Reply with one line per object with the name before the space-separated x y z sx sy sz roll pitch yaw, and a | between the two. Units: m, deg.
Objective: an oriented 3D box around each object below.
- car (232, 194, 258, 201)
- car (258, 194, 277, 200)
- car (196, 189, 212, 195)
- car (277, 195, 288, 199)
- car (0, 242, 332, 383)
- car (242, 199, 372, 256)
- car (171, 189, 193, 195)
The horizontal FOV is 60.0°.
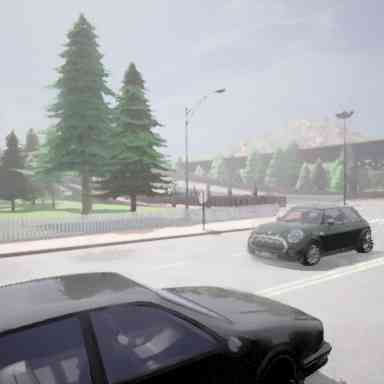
car | 5.604 1.119 43.885 2.033 1.411 5.357 -1 1 -37
car | 8.739 1.040 45.551 1.837 1.490 4.892 -1 1 -37
car | 1.704 0.194 60.680 1.882 1.535 5.008 -1 5 -37
car | 11.508 0.979 47.695 2.128 1.511 4.902 -1 1 -37
car | -1.006 1.535 3.028 5.357 1.411 2.033 -1 0 -35
car | 3.995 1.226 11.114 4.553 1.767 2.097 -1 1 -35
car | -2.094 0.146 59.904 1.812 1.442 4.674 -1 5 -37
